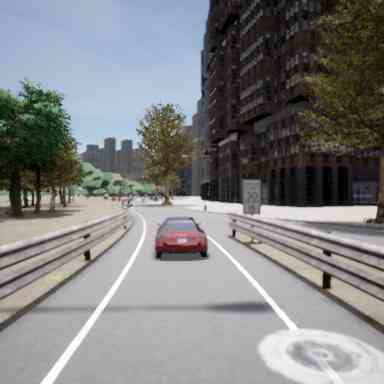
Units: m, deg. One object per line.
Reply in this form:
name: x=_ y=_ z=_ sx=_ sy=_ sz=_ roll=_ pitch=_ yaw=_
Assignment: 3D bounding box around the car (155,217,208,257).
car: x=-0.510 y=1.702 z=13.686 sx=1.994 sy=1.385 sz=4.181 roll=0 pitch=0 yaw=-5
